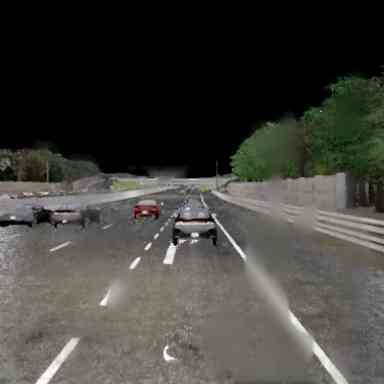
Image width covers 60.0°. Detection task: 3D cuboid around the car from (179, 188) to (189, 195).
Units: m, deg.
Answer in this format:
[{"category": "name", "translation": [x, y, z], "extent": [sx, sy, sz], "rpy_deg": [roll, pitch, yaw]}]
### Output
[{"category": "car", "translation": [-2.632, 0.221, 95.201], "extent": [1.895, 1.301, 4.718], "rpy_deg": [0, 2, 1]}]

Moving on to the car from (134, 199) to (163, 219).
[{"category": "car", "translation": [-3.440, 1.312, 26.976], "extent": [1.882, 1.535, 5.008], "rpy_deg": [0, 0, 0]}]

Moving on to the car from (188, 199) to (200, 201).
[{"category": "car", "translation": [0.198, 1.355, 33.525], "extent": [1.994, 1.385, 4.181], "rpy_deg": [0, 0, 0]}]

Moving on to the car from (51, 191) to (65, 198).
[{"category": "car", "translation": [-30.942, 0.510, 77.062], "extent": [1.837, 1.490, 4.892], "rpy_deg": [0, 2, 1]}]

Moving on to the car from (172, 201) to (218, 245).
[{"category": "car", "translation": [0.117, 1.398, 14.982], "extent": [2.128, 1.511, 4.902], "rpy_deg": [0, 0, 0]}]

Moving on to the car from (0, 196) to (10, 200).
[{"category": "car", "translation": [-24.393, 1.266, 43.558], "extent": [1.812, 1.442, 4.674], "rpy_deg": [0, 0, 1]}]

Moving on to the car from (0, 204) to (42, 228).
[{"category": "car", "translation": [-10.363, 1.437, 21.291], "extent": [1.994, 1.385, 4.181], "rpy_deg": [0, 0, 0]}]

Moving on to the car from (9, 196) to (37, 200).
[{"category": "car", "translation": [-20.909, 1.345, 42.703], "extent": [1.895, 1.301, 4.718], "rpy_deg": [0, 0, 1]}]

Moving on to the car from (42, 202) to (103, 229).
[{"category": "car", "translation": [-6.867, 1.368, 20.374], "extent": [2.128, 1.511, 4.902], "rpy_deg": [0, 0, 0]}]
